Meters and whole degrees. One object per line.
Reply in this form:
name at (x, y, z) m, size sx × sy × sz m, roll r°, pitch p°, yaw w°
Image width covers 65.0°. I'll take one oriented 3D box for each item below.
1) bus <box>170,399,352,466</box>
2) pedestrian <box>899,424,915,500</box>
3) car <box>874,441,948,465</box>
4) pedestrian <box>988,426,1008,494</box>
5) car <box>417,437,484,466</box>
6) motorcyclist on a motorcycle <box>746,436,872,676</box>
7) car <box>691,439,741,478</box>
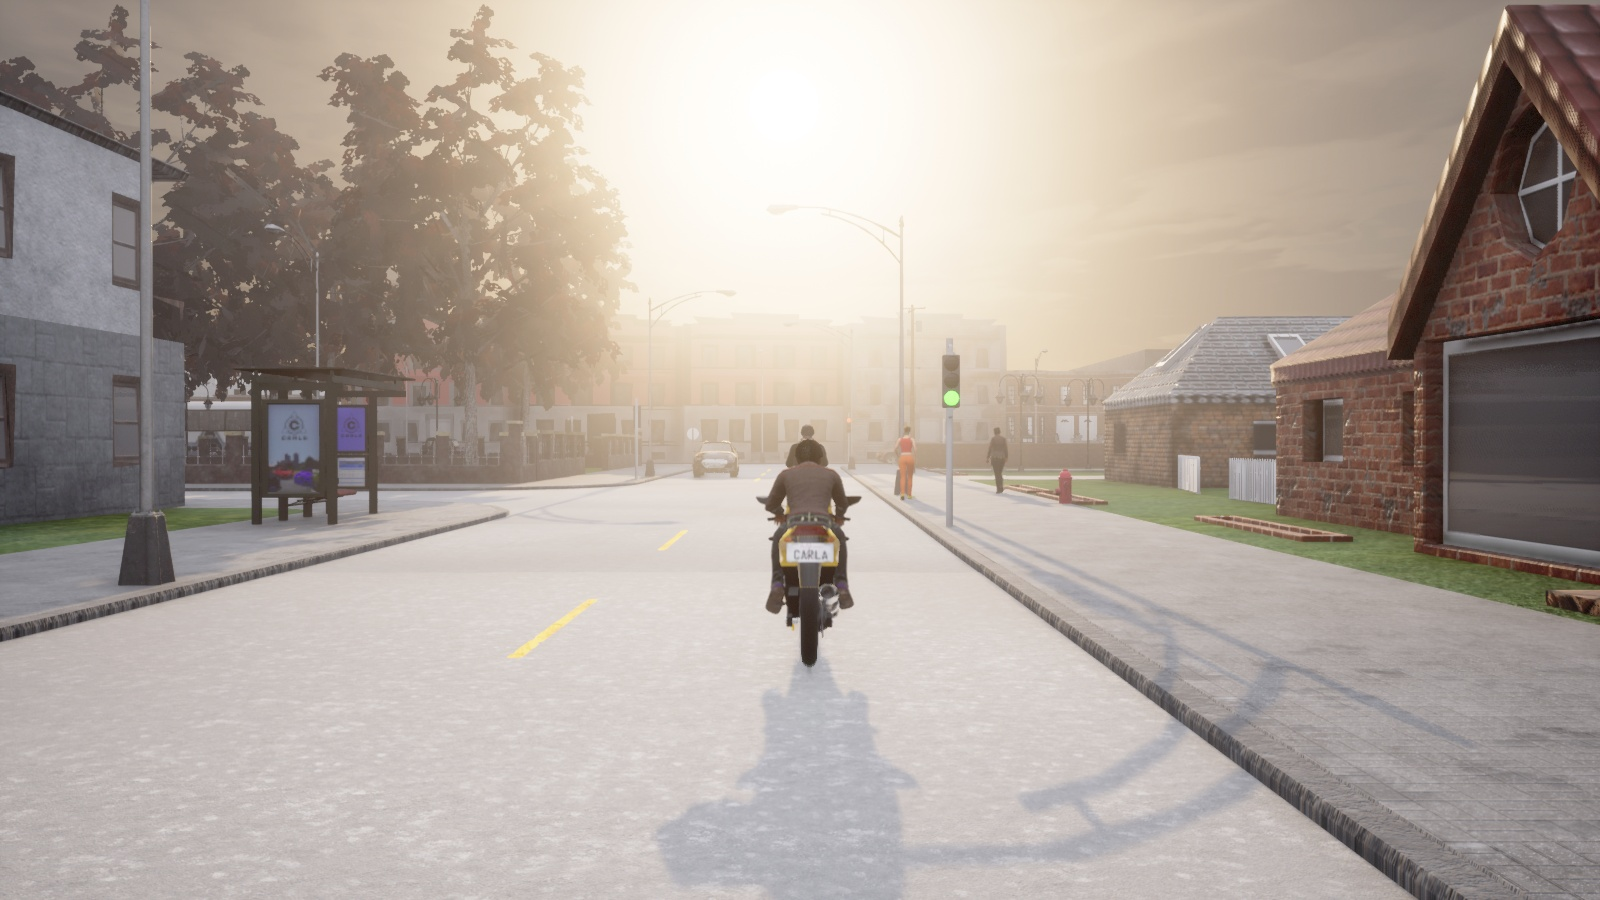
bus at (-35.270, -1.121, 82.490) m, size 10.273 × 4.253 × 3.944 m, roll 0°, pitch 0°, yaw 1°
pedestrian at (2.624, 0.291, 30.776) m, size 0.345 × 1.836 × 0.594 m, roll 0°, pitch 0°, yaw 10°
car at (7.592, 0.199, 86.268) m, size 4.856 × 1.649 × 2.033 m, roll 0°, pitch 0°, yaw -1°
pedestrian at (5.335, 0.270, 33.858) m, size 0.328 × 1.805 × 0.869 m, roll 0°, pitch 0°, yaw -4°
car at (-22.915, 0.062, 82.453) m, size 3.866 × 1.878 × 1.905 m, roll 0°, pitch 0°, yaw 1°
motorcyclist on a motorcycle at (0.064, 0.677, 8.994) m, size 0.797 × 1.523 × 2.044 m, roll 0°, pitch 0°, yaw 0°
car at (-3.748, 0.357, 56.532) m, size 2.033 × 1.649 × 4.856 m, roll 0°, pitch 0°, yaw -1°
